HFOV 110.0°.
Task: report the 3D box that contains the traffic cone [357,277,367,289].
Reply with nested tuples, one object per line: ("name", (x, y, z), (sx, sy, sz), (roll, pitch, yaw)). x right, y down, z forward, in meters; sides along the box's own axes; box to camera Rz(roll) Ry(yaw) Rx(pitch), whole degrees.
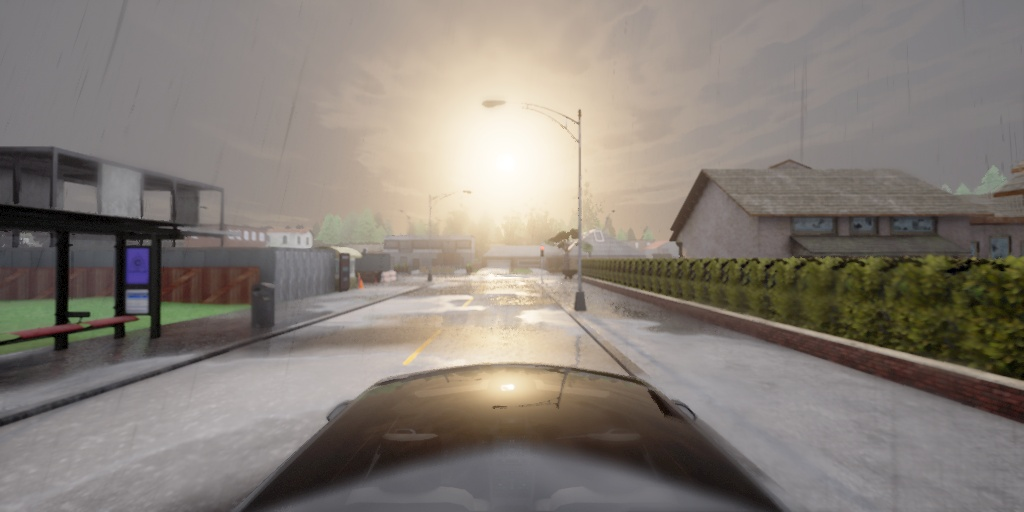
("traffic cone", (-9.682, 1.798, 23.001), (0.344, 0.586, 0.344), (0, 0, 0))

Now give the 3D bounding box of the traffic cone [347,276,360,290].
("traffic cone", (-10.402, 1.774, 23.521), (0.344, 0.586, 0.344), (0, 0, 0))
